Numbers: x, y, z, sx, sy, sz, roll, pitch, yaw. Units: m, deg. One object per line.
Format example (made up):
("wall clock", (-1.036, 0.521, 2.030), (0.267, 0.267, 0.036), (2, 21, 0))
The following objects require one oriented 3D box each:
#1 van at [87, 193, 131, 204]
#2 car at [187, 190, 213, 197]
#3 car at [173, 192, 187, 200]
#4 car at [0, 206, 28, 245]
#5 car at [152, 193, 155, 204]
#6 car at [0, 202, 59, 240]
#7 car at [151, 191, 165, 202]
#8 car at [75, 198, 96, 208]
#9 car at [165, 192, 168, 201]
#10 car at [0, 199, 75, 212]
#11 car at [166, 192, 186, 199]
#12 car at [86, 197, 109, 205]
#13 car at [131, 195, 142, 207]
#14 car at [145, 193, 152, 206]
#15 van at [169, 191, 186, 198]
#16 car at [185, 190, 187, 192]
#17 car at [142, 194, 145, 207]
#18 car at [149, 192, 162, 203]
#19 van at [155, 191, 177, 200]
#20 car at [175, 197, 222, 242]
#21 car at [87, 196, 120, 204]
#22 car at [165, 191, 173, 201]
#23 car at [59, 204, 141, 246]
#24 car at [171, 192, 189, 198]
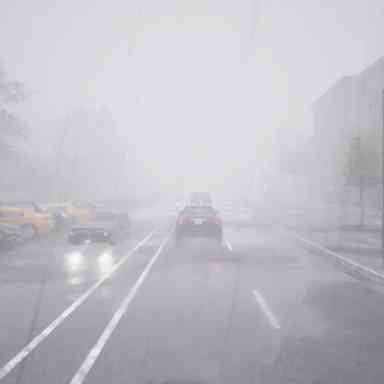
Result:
("van", (-8.758, 1.079, 33.676), (4.442, 1.987, 1.878), (-1, 1, -17))
("car", (0.968, 1.027, 33.981), (2.150, 2.045, 5.566), (0, 1, 3))
("car", (-1.719, 1.154, 58.919), (1.994, 1.385, 4.181), (0, 0, 5))
("car", (-9.351, 1.508, 12.935), (4.892, 1.521, 2.231), (-1, 0, -19))
("car", (-7.955, 1.221, 45.594), (4.792, 1.488, 2.163), (-1, 0, -16))
("car", (-9.273, 1.483, 15.903), (5.008, 1.535, 2.097), (-1, 1, -19))
("car", (-7.337, 0.992, 54.480), (4.553, 1.767, 2.185), (-1, 1, -16))
("car", (-9.289, 1.423, 21.784), (5.366, 1.575, 1.946), (-1, 1, -18))
("car", (-7.141, 1.136, 57.442), (4.674, 1.452, 2.002), (-1, 0, -16))
("car", (-9.231, 1.329, 18.869), (4.553, 1.767, 2.185), (-1, 0, -18))
("car", (-4.188, 0.903, 86.955), (5.008, 1.535, 2.097), (-1, 1, -13))
("car", (-9.005, 1.393, 24.811), (5.008, 1.535, 2.097), (-1, 1, -18))
("car", (-8.505, 1.273, 36.690), (5.008, 1.535, 2.097), (-1, 0, -17))
("car", (-8.162, 1.218, 42.617), (5.008, 1.535, 2.097), (-1, 1, -17))
("van", (-3.950, 0.657, 89.874), (4.442, 1.987, 1.878), (-1, 1, -13))
("car", (-4.724, 0.925, 83.964), (5.366, 1.575, 1.946), (-1, 1, -14))
("car", (-8.307, 1.119, 39.655), (4.553, 1.767, 2.185), (-1, 1, -17))
("car", (-7.595, 1.143, 51.518), (4.892, 1.521, 2.231), (-1, 0, -16))
("van", (-5.701, 0.768, 72.264), (4.442, 1.987, 1.878), (-1, 0, -14))
("car", (0.342, 1.339, 16.581), (2.097, 1.767, 4.553), (0, 1, 1))
("car", (-8.910, 1.363, 27.788), (5.008, 1.535, 2.097), (-1, 0, -18))
("car", (-6.927, 0.823, 60.387), (5.566, 2.045, 2.435), (-1, 1, -15))
("car", (-4.042, 1.543, 15.695), (2.033, 1.411, 5.357), (0, 1, 1))
("car", (-3.462, 0.897, 92.856), (4.674, 1.452, 2.002), (-1, 0, -13))
